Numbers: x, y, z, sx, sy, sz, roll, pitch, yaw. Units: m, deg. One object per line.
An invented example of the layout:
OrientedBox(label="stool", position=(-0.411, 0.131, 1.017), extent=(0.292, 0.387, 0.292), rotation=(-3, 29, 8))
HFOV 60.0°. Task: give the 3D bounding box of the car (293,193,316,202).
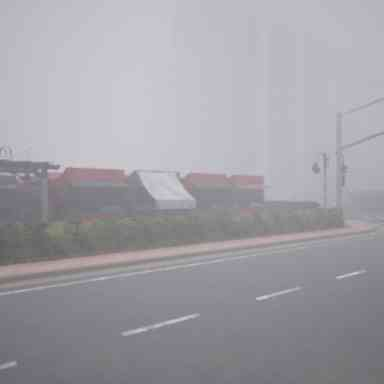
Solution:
OrientedBox(label="car", position=(19.355, 1.211, 59.367), extent=(1.905, 1.878, 3.866), rotation=(0, 0, -36))

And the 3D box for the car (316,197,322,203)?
OrientedBox(label="car", position=(21.746, 1.217, 61.079), extent=(1.905, 1.878, 3.866), rotation=(0, 0, -36))

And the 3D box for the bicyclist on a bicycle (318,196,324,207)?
OrientedBox(label="bicyclist on a bicycle", position=(18.279, 1.327, 46.884), extent=(1.656, 1.620, 0.582), rotation=(0, 0, -36))
